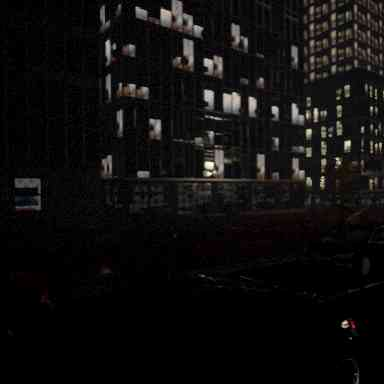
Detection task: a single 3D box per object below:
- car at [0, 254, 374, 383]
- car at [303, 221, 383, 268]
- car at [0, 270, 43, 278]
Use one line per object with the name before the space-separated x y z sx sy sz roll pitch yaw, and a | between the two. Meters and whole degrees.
car | -0.154 1.576 3.259 4.181 1.385 1.994 0 0 -35
car | 5.213 1.618 10.248 4.403 1.369 2.008 0 -1 -35
car | -3.969 1.540 3.746 4.507 1.381 1.887 0 -1 -35
